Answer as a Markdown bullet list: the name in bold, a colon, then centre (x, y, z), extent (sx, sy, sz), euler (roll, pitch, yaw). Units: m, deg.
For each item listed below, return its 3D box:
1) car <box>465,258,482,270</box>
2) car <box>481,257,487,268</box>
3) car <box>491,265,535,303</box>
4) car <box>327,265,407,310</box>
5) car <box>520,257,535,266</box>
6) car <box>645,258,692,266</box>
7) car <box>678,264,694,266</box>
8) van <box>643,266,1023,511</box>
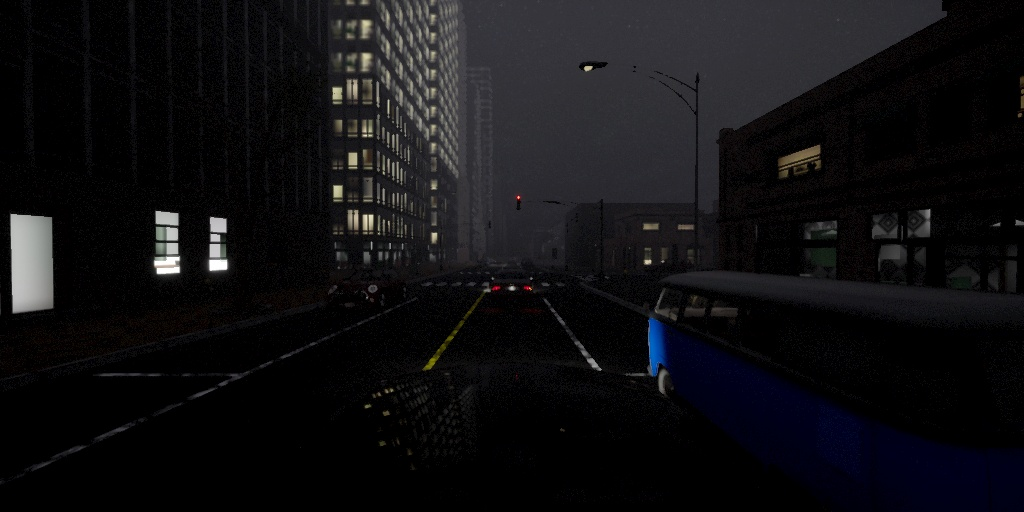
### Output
- **car**: centre (-5.828, 1.262, 52.294), extent (1.751, 1.417, 4.829), euler (0, 0, 0)
- **car**: centre (-5.658, 1.301, 58.108), extent (1.948, 1.339, 4.313), euler (0, 0, 0)
- **car**: centre (0.000, 1.308, 16.503), extent (2.033, 1.411, 5.357), euler (0, 0, 0)
- **car**: centre (-5.691, 1.184, 14.517), extent (1.967, 1.591, 4.097), euler (0, 0, 0)
- **car**: centre (2.690, 1.175, 58.054), extent (1.967, 1.591, 4.097), euler (0, 0, 0)
- **car**: centre (16.518, 1.160, 37.771), extent (5.009, 1.841, 2.192), euler (0, 0, 1)
- **car**: centre (16.412, 1.542, 29.392), extent (4.313, 1.339, 1.948), euler (0, 0, 1)
- **van**: centre (2.690, 1.088, 3.433), extent (1.690, 1.789, 3.998), euler (0, 0, 0)
